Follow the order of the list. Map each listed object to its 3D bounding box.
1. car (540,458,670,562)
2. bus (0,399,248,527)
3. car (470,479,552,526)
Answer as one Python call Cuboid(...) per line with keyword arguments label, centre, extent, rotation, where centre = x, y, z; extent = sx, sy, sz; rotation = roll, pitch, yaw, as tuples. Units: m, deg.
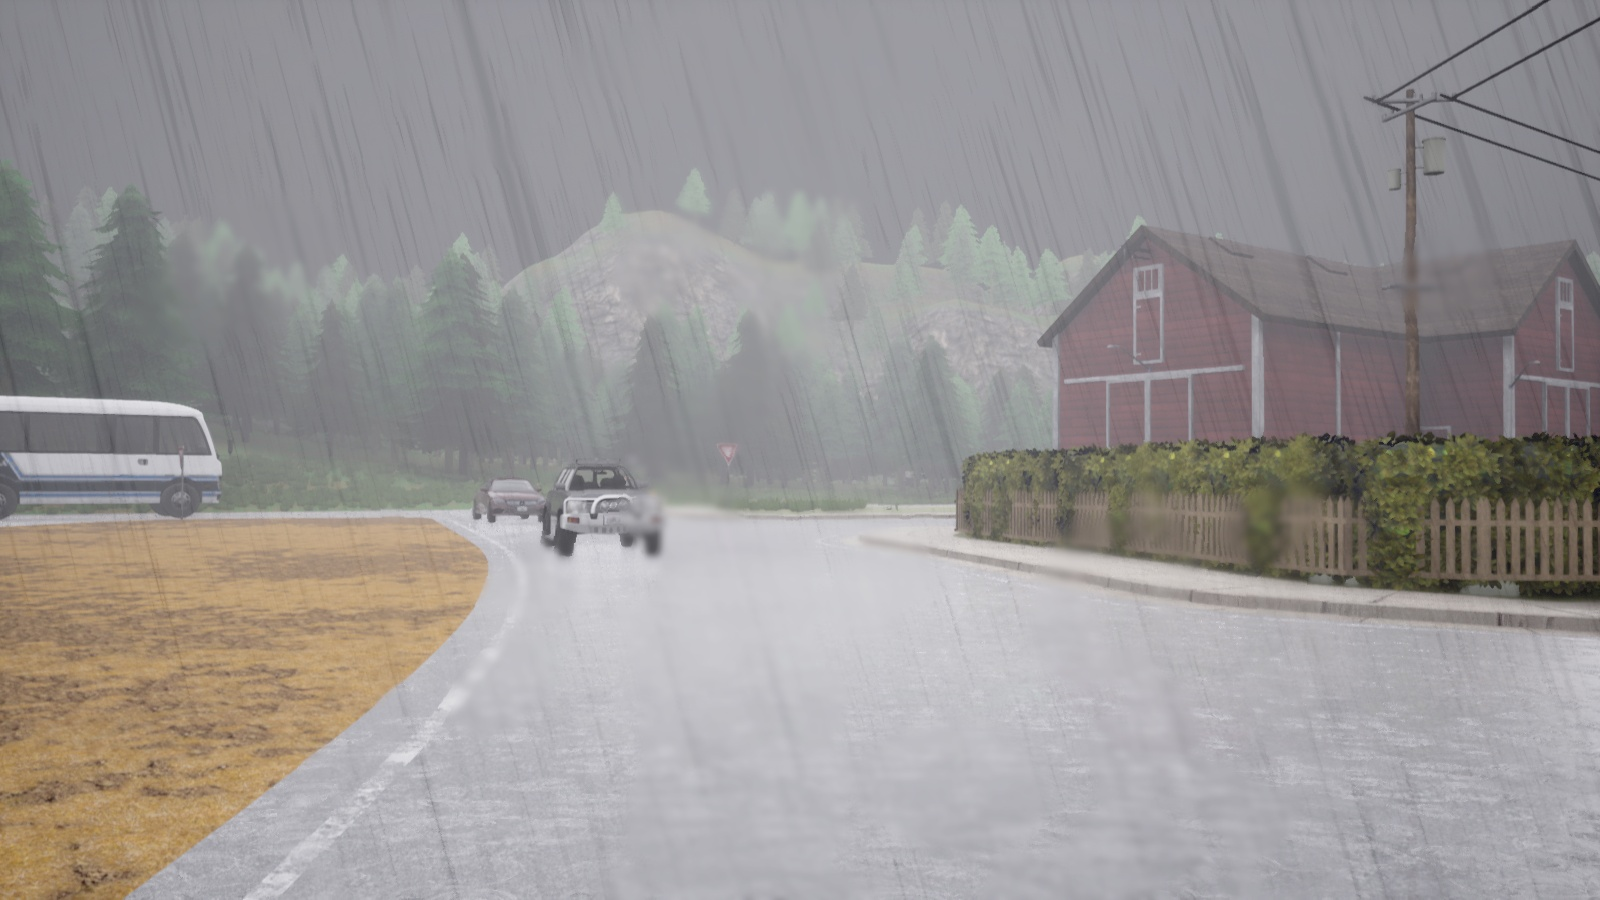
Cuboid(label="car", centre=(-3.959, 1.132, 24.883), extent=(1.932, 1.855, 4.605), rotation=(0, -1, -17))
Cuboid(label="bus", centre=(-25.591, 0.492, 44.710), extent=(10.273, 4.253, 3.944), rotation=(1, -2, -36))
Cuboid(label="car", centre=(-9.550, 1.677, 41.295), extent=(1.812, 1.442, 4.674), rotation=(0, -1, -23))
